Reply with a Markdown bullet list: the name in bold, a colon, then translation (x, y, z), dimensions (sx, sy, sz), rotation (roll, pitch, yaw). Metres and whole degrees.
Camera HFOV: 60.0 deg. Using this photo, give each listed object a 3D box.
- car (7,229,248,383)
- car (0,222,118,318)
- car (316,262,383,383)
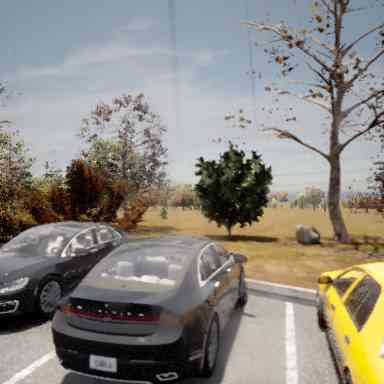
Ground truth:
- **car**: translation (-0.248, 1.484, 5.671), dimensions (2.231, 1.521, 4.892), rotation (0, -1, 15)
- **car**: translation (-3.005, 1.480, 7.651), dimensions (2.231, 1.521, 4.892), rotation (1, -1, 16)
- **car**: translation (2.562, 1.485, 3.886), dimensions (1.946, 1.575, 5.366), rotation (0, -1, 16)
